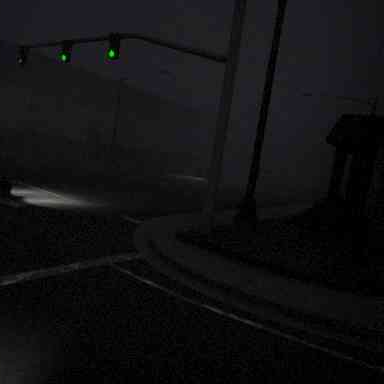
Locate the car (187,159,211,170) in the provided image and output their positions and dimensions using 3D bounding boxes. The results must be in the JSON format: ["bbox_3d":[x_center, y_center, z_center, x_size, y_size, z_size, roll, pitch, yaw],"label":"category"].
[{"bbox_3d":[1.538,-6.239,75.402,4.974,1.542,2.038,7,6,-10],"label":"car"}]

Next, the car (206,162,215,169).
[{"bbox_3d":[4.310,-6.391,79.135,1.853,1.218,4.536,8,6,0],"label":"car"}]

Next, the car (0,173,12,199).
[{"bbox_3d":[-8.167,-0.542,10.395,1.812,1.442,4.674,13,8,36],"label":"car"}]

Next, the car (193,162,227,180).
[{"bbox_3d":[2.070,-2.428,41.500,1.837,1.490,4.892,13,8,36],"label":"car"}]

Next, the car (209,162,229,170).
[{"bbox_3d":[6.853,-6.520,83.826,4.536,1.218,1.853,6,7,-25],"label":"car"}]

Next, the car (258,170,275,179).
[{"bbox_3d":[11.832,-2.860,54.264,2.097,1.767,4.553,13,8,36],"label":"car"}]

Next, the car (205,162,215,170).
[{"bbox_3d":[4.287,-6.230,79.100,2.038,1.542,4.974,8,6,0],"label":"car"}]

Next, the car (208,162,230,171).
[{"bbox_3d":[6.876,-6.361,83.865,4.974,1.542,2.038,6,7,-25],"label":"car"}]
